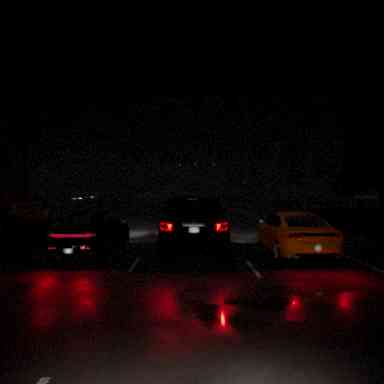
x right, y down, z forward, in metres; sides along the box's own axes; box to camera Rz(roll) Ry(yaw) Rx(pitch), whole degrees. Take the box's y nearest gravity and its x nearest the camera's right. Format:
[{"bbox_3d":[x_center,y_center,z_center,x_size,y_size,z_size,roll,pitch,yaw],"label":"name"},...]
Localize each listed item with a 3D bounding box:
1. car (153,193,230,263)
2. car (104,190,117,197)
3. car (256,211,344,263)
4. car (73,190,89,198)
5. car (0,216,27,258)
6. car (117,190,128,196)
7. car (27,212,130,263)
[{"bbox_3d":[0.064,1.154,11.809,2.150,2.045,5.566,0,0,0],"label":"car"},{"bbox_3d":[-21.615,0.763,86.789,1.994,1.385,4.181,0,1,0],"label":"car"},{"bbox_3d":[3.552,1.416,11.829,1.882,1.535,5.008,0,0,0],"label":"car"},{"bbox_3d":[-28.571,0.590,84.392,2.097,1.767,4.553,0,1,0],"label":"car"},{"bbox_3d":[-6.946,1.535,12.543,1.895,1.301,4.718,0,0,0],"label":"car"},{"bbox_3d":[-18.148,0.425,87.816,2.150,2.045,5.566,0,1,-3],"label":"car"},{"bbox_3d":[-3.446,1.429,11.699,2.128,1.511,4.902,0,0,0],"label":"car"}]
